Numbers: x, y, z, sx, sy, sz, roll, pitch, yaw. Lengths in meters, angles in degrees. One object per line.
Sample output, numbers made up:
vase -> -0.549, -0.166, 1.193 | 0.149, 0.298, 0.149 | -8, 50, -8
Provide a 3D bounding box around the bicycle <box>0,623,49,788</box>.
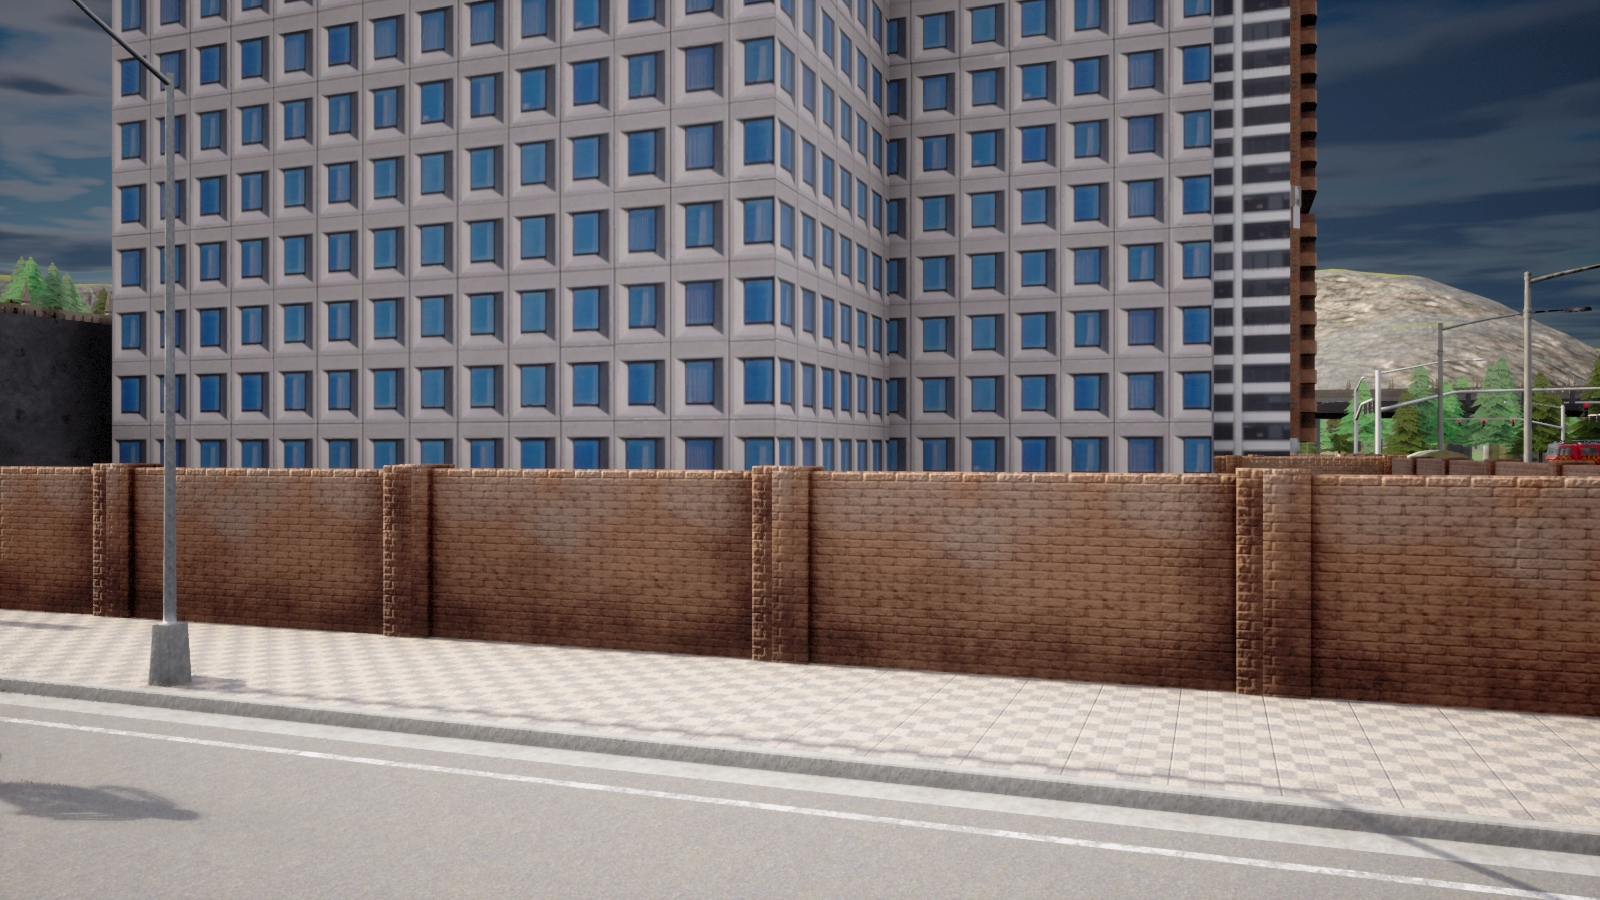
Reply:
bicycle -> -7.319, 2.158, 9.702 | 1.487, 1.276, 0.859 | 0, 0, 20
